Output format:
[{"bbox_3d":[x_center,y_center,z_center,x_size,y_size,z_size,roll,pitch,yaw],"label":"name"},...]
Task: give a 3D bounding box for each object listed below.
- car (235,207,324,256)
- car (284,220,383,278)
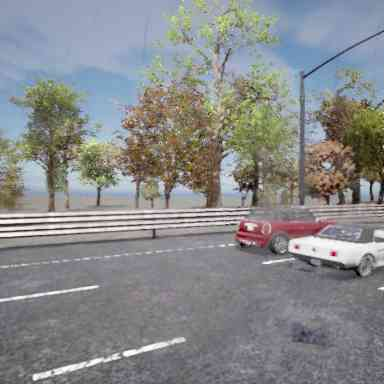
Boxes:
[{"bbox_3d":[4.019,1.377,13.472,4.553,1.767,2.097,0,0,-30],"label":"car"},{"bbox_3d":[5.295,1.626,10.174,4.718,1.301,1.895,0,0,-30],"label":"car"}]
